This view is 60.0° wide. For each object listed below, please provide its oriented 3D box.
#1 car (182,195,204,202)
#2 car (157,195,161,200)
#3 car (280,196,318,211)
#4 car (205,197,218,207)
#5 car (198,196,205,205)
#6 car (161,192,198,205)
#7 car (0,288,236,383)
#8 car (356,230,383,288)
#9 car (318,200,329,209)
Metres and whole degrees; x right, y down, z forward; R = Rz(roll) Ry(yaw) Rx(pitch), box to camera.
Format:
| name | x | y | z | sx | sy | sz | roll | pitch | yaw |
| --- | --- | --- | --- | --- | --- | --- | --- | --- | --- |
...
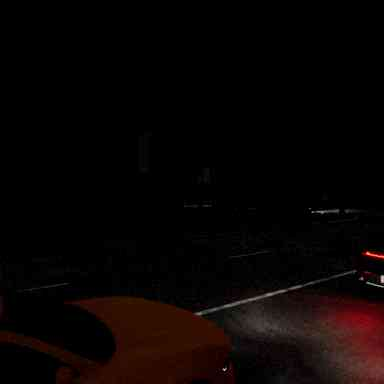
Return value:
| name | x | y | z | sx | sy | sz | roll | pitch | yaw |
| --- | --- | --- | --- | --- | --- | --- | --- | --- | --- |
| car | 0.073 | 1.308 | 66.972 | 1.895 | 1.301 | 4.718 | -1 | 0 | -39 |
| car | -6.278 | 1.238 | 74.749 | 2.128 | 1.511 | 4.902 | -1 | 0 | -38 |
| car | 10.658 | 1.333 | 36.767 | 2.033 | 1.411 | 5.357 | -1 | 0 | -39 |
| car | 4.508 | 1.268 | 44.401 | 1.882 | 1.535 | 5.008 | -1 | 0 | -39 |
| car | 1.380 | 1.366 | 53.875 | 1.895 | 1.301 | 4.718 | -1 | 0 | -39 |
| car | -2.046 | 1.017 | 52.546 | 2.150 | 2.045 | 5.566 | -1 | 0 | -39 |
| car | -1.879 | 1.478 | 2.388 | 5.008 | 1.535 | 1.882 | 0 | 0 | -36 |
| car | 5.825 | 1.468 | 7.922 | 4.892 | 1.490 | 1.837 | 0 | 0 | -36 |
| car | 13.472 | 1.260 | 38.854 | 1.837 | 1.490 | 4.892 | -1 | 0 | -39 |
